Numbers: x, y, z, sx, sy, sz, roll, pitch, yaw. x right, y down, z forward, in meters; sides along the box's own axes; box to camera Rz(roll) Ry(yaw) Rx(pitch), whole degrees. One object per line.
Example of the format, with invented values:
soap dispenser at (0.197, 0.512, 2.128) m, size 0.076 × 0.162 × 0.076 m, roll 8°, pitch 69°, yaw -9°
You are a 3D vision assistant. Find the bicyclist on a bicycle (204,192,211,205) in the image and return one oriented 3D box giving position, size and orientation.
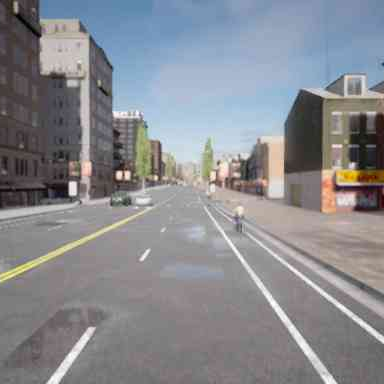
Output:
bicyclist on a bicycle at (2.277, 1.016, 44.314) m, size 0.659 × 1.776 × 1.843 m, roll 0°, pitch 1°, yaw 0°

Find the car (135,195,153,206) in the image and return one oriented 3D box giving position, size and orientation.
car at (-6.509, 1.159, 45.406) m, size 1.812 × 1.442 × 4.674 m, roll 0°, pitch 0°, yaw 0°

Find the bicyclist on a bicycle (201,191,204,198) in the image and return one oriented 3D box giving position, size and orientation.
bicyclist on a bicycle at (2.618, 0.549, 76.150) m, size 0.866 × 1.612 × 1.509 m, roll 1°, pitch 2°, yaw -3°

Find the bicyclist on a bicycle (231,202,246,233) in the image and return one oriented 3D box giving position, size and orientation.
bicyclist on a bicycle at (2.547, 1.333, 17.990) m, size 0.866 × 1.612 × 1.509 m, roll 1°, pitch 1°, yaw -2°

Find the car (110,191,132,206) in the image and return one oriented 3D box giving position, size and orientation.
car at (-9.755, 0.844, 46.015) m, size 2.150 × 2.045 × 5.566 m, roll 0°, pitch 0°, yaw 0°
